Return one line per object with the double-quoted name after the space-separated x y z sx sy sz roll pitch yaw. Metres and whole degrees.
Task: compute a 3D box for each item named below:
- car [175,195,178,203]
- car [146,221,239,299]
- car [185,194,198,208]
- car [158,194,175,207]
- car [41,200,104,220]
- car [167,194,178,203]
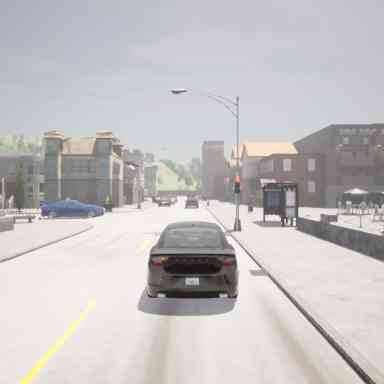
-4.229 1.352 61.079 2.097 1.767 4.553 0 0 0 "car"
0.028 1.478 8.534 1.882 1.535 5.008 0 0 0 "car"
-0.021 1.505 49.313 1.837 1.490 4.892 0 0 0 "car"
-4.232 1.491 51.979 2.128 1.511 4.902 0 0 0 "car"
-10.061 1.477 28.179 5.008 1.535 1.882 0 0 -8 "car"
-4.190 1.355 71.142 2.097 1.767 4.553 0 0 0 "car"
